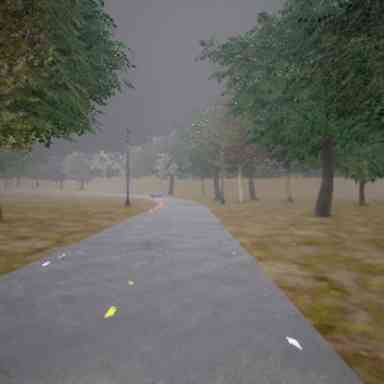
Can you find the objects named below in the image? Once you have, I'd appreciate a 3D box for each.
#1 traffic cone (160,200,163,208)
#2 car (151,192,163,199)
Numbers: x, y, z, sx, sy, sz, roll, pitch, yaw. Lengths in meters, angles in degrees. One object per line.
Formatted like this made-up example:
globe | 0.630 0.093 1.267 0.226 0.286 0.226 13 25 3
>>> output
traffic cone | -4.182 1.747 43.838 0.340 0.580 0.340 0 0 -1
car | -8.114 0.814 77.184 2.033 1.411 5.357 -1 1 -20
